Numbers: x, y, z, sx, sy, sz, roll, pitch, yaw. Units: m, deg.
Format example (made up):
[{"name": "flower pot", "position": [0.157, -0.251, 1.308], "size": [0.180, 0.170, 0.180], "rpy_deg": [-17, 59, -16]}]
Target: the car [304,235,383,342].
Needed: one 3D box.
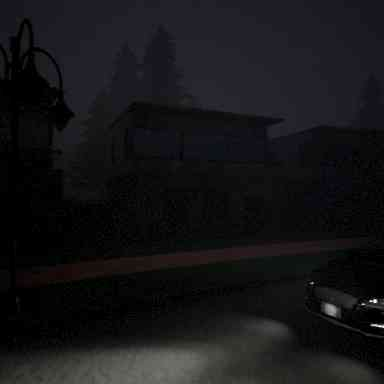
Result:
[{"name": "car", "position": [4.257, 1.531, 6.166], "size": [4.902, 1.511, 2.128], "rpy_deg": [1, 0, -28]}]
